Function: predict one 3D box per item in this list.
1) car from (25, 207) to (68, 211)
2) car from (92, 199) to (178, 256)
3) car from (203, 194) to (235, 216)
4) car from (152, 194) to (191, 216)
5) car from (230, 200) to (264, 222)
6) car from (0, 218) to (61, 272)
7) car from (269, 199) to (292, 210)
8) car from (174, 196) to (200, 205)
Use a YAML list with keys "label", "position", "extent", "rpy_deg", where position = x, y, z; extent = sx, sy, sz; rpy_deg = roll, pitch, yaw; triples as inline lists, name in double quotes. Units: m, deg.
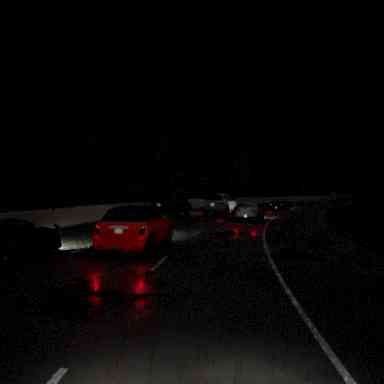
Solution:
- label: "car"
  position: [-10.601, 1.474, 25.015]
  extent: [2.033, 1.411, 5.357]
  rpy_deg: [0, 0, 15]
- label: "car"
  position: [-2.131, 1.321, 13.213]
  extent: [2.097, 1.767, 4.553]
  rpy_deg: [0, 0, 9]
- label: "car"
  position: [2.754, 1.166, 31.648]
  extent: [2.150, 2.045, 5.566]
  rpy_deg: [0, 0, 21]
- label: "car"
  position: [-1.830, 1.160, 29.236]
  extent: [2.150, 2.045, 5.566]
  rpy_deg: [0, 0, 18]
- label: "car"
  position: [4.546, 1.485, 26.047]
  extent: [1.812, 1.442, 4.674]
  rpy_deg: [0, 0, 18]
- label: "car"
  position: [-6.014, 1.529, 10.702]
  extent: [1.994, 1.385, 4.181]
  rpy_deg: [0, 0, 7]
- label: "car"
  position: [10.956, 1.546, 41.054]
  extent: [1.895, 1.301, 4.718]
  rpy_deg: [0, 0, 28]
- label: "car"
  position: [-0.748, 1.382, 55.979]
  extent: [2.128, 1.511, 4.902]
  rpy_deg: [0, 0, 32]
